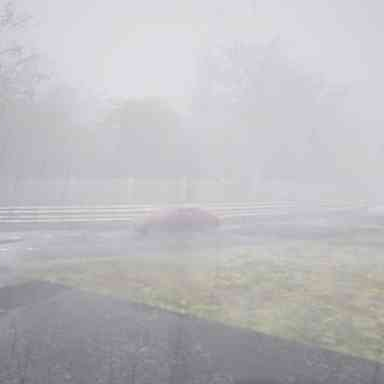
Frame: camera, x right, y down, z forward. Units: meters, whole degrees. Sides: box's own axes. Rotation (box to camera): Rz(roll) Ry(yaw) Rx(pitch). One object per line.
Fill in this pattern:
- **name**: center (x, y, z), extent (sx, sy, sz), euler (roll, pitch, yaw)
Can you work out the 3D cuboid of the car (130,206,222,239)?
- **car**: center (-0.758, 1.449, 16.825), extent (4.674, 1.442, 1.812), euler (0, 0, -22)
